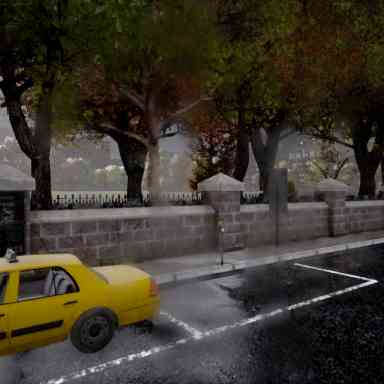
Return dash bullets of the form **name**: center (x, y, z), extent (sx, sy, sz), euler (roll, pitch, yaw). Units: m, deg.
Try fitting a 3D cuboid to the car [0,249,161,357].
- **car**: center (-2.782, 1.525, 4.574), extent (4.829, 1.417, 1.752), euler (0, 0, -35)
